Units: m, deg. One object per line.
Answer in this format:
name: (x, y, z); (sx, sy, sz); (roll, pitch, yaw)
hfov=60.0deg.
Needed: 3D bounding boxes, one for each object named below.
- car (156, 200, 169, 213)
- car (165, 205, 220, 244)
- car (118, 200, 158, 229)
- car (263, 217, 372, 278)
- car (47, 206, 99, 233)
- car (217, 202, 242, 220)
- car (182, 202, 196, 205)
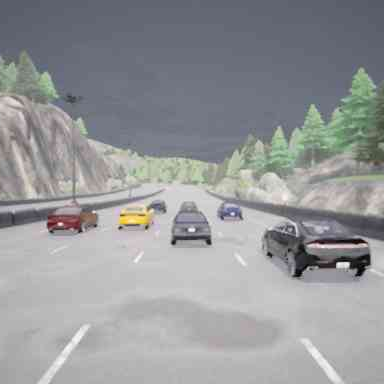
car: (-3.888, 1.665, 38.849); (1.837, 1.490, 4.892); (0, 0, -1)
car: (-0.083, 1.606, 16.180); (2.033, 1.411, 5.357); (0, 0, -2)
car: (-3.671, 1.581, 22.521); (1.882, 1.535, 5.008); (0, 0, -1)
car: (3.492, 1.505, 10.190); (2.128, 1.511, 4.902); (0, 0, -1)
car: (-7.145, 1.596, 20.442); (1.882, 1.535, 5.008); (0, 0, -1)
car: (3.242, 1.607, 29.079); (1.812, 1.442, 4.674); (0, 0, -1)
car: (-0.317, 1.668, 33.585); (2.033, 1.411, 5.357); (0, 0, -1)
